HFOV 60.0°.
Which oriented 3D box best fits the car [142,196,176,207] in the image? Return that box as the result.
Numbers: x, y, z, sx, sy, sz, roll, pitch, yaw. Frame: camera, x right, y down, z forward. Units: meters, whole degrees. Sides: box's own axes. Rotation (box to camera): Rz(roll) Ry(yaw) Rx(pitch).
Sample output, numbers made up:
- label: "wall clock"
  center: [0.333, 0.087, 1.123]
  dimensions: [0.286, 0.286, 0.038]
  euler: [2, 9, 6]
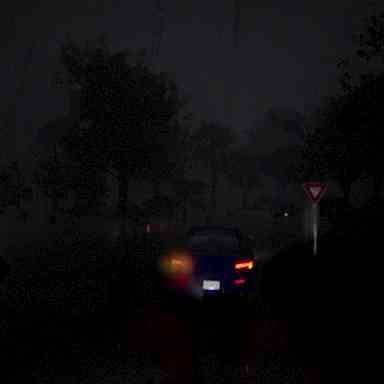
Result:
- label: "car"
  center: [-4.579, 1.332, 45.922]
  dimensions: [4.553, 1.767, 2.097]
  euler: [0, 0, 9]

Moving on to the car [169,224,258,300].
- label: "car"
  center: [0.584, 1.522, 8.321]
  dimensions: [1.812, 1.442, 4.674]
  euler: [0, 0, 6]

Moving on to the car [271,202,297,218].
- label: "car"
  center: [8.260, 1.588, 30.099]
  dimensions: [1.895, 1.301, 4.718]
  euler: [0, 0, 10]
